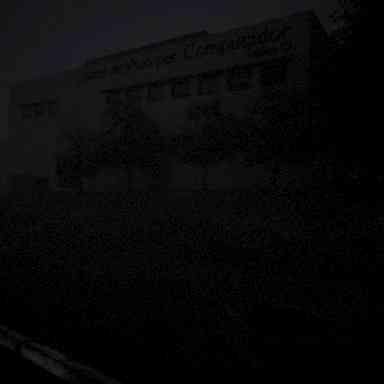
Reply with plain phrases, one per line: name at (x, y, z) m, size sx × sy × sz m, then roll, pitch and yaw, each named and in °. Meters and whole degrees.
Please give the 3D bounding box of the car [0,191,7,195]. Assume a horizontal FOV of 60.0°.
car at (-31.029, 0.187, 57.928) m, size 1.882 × 1.535 × 5.008 m, roll 4°, pitch 0°, yaw 36°
